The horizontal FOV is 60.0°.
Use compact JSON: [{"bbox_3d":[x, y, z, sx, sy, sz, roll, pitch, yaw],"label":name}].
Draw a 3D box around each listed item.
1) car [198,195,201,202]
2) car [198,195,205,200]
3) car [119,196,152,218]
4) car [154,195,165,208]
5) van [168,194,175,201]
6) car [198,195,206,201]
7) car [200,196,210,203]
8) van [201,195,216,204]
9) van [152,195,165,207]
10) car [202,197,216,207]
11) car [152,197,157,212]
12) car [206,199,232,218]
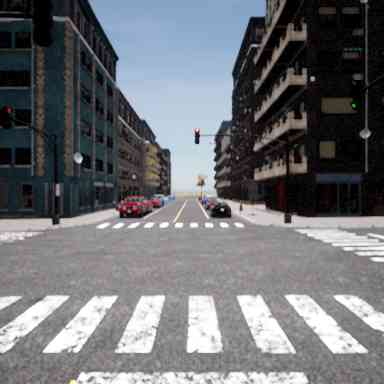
[{"bbox_3d":[2.613,1.444,58.271,1.967,1.590,4.097,0,0,0],"label":"car"},{"bbox_3d":[2.640,1.534,91.584,1.887,1.381,4.507,0,0,0],"label":"car"},{"bbox_3d":[-5.290,1.323,30.517,2.192,1.841,5.009,0,0,0],"label":"car"},{"bbox_3d":[-5.276,1.551,47.173,1.887,1.381,4.507,0,0,0],"label":"car"},{"bbox_3d":[-5.244,1.334,86.037,1.690,1.788,3.998,0,0,0],"label":"van"},{"bbox_3d":[2.635,1.538,86.031,1.887,1.381,4.507,0,0,0],"label":"car"},{"bbox_3d":[2.622,1.552,69.375,2.008,1.369,4.403,0,0,0],"label":"car"},{"bbox_3d":[2.605,1.347,47.167,1.690,1.788,3.998,0,0,0],"label":"van"},{"bbox_3d":[-5.272,1.346,52.725,1.690,1.788,3.998,0,0,0],"label":"van"},{"bbox_3d":[2.600,1.589,41.615,1.802,1.307,4.206,0,0,0],"label":"car"},{"bbox_3d":[-5.285,1.552,36.069,1.887,1.381,4.507,0,0,0],"label":"car"},{"bbox_3d":[2.590,1.574,30.511,1.947,1.339,4.313,0,0,0],"label":"car"}]
